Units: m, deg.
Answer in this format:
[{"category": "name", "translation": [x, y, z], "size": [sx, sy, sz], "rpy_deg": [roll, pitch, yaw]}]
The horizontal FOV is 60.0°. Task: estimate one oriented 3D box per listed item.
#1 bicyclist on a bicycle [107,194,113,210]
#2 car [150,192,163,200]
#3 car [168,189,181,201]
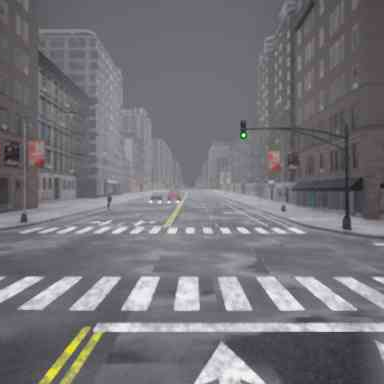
[{"category": "bicyclist on a bicycle", "translation": [-8.750, 1.110, 35.108], "size": [0.659, 1.776, 1.843], "rpy_deg": [0, 1, 0]}, {"category": "car", "translation": [-6.501, 0.729, 61.460], "size": [1.882, 1.535, 5.008], "rpy_deg": [0, 1, 0]}, {"category": "car", "translation": [-3.251, 0.476, 61.426], "size": [2.150, 2.045, 5.566], "rpy_deg": [0, 1, 0]}]
